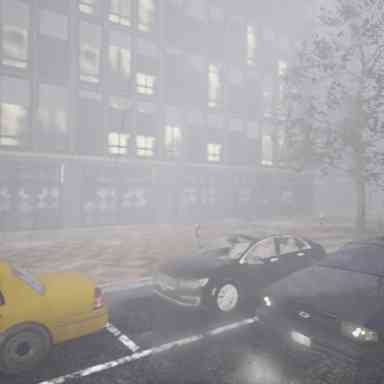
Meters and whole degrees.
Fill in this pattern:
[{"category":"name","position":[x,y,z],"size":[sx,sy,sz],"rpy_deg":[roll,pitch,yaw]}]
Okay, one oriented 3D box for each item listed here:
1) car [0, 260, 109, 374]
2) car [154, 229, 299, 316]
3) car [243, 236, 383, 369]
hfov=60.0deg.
[{"category":"car","position":[-3.510,1.525,4.053],"size":[4.829,1.417,1.752],"rpy_deg":[0,0,-35]},{"category":"car","position":[1.266,1.557,7.454],"size":[4.403,1.369,2.008],"rpy_deg":[0,0,-35]},{"category":"car","position":[3.608,1.555,5.946],"size":[5.357,1.411,2.033],"rpy_deg":[0,0,-35]}]
